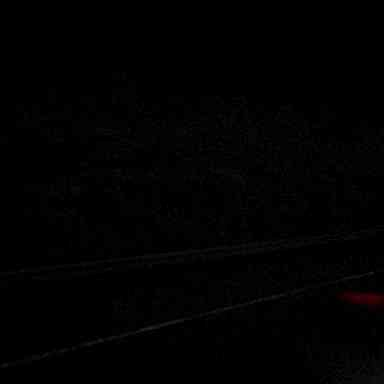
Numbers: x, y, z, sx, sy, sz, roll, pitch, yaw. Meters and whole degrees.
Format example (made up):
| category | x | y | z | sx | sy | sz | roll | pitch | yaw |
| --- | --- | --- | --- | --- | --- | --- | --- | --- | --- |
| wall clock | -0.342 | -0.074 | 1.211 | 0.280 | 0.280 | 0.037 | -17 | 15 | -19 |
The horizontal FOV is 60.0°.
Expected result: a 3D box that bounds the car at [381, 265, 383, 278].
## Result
| category | x | y | z | sx | sy | sz | roll | pitch | yaw |
| --- | --- | --- | --- | --- | --- | --- | --- | --- | --- |
| car | 6.974 | 1.590 | 8.411 | 5.357 | 1.411 | 2.033 | 0 | 0 | -33 |
